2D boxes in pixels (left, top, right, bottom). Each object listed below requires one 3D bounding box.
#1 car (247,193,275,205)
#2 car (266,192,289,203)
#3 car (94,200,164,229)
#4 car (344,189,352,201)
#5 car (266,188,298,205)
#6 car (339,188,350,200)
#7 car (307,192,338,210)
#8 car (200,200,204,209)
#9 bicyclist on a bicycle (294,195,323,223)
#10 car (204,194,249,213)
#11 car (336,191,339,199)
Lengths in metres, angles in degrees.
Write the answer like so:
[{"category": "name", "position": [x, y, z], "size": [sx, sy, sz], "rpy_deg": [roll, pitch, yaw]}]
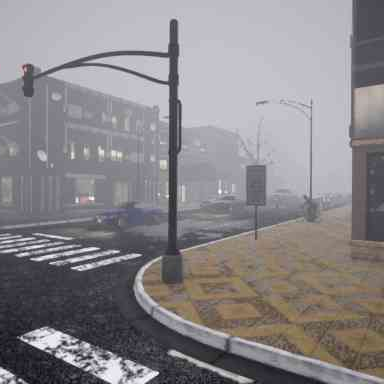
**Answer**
[{"category": "car", "position": [8.917, 0.822, 42.589], "size": [1.887, 1.381, 4.507], "rpy_deg": [2, 2, 35]}, {"category": "car", "position": [12.158, 0.768, 47.209], "size": [1.802, 1.307, 4.206], "rpy_deg": [2, 2, 35]}, {"category": "car", "position": [-3.609, 1.248, 19.848], "size": [1.812, 1.442, 4.674], "rpy_deg": [1, 1, 37]}, {"category": "car", "position": [25.469, 0.620, 51.649], "size": [1.887, 1.381, 4.507], "rpy_deg": [2, 2, 35]}, {"category": "car", "position": [11.608, 0.505, 41.767], "size": [2.150, 2.045, 5.566], "rpy_deg": [1, 2, 35]}, {"category": "car", "position": [24.271, 0.573, 54.515], "size": [2.033, 1.411, 5.357], "rpy_deg": [1, 1, 36]}, {"category": "car", "position": [12.701, 0.994, 33.035], "size": [2.008, 1.369, 4.403], "rpy_deg": [2, 2, 35]}, {"category": "car", "position": [2.440, 1.012, 33.345], "size": [2.008, 1.369, 4.403], "rpy_deg": [2, 2, 35]}, {"category": "bicyclist on a bicycle", "position": [6.821, 1.004, 19.567], "size": [1.656, 1.620, 0.582], "rpy_deg": [0, 1, 35]}, {"category": "car", "position": [3.472, 0.996, 30.074], "size": [1.882, 1.535, 5.008], "rpy_deg": [1, 1, 35]}, {"category": "car", "position": [18.587, 0.789, 46.281], "size": [1.895, 1.301, 4.718], "rpy_deg": [1, 1, 35]}]
